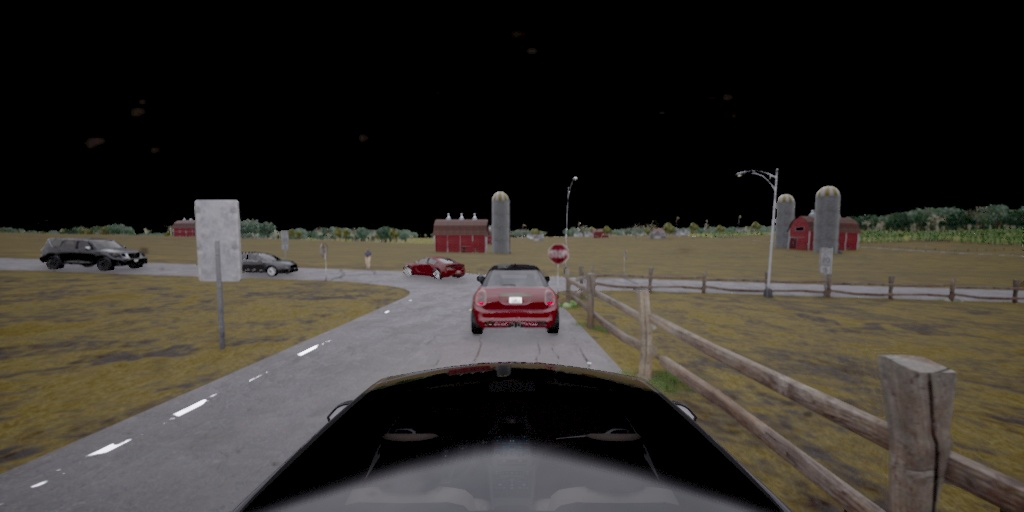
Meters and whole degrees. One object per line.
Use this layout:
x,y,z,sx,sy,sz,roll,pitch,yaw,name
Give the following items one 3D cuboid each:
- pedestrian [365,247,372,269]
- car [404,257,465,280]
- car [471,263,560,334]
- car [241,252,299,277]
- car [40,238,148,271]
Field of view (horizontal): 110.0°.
-12.092,0.156,30.120,0.375,1.860,0.375,0,2,0,pedestrian
-5.550,0.770,25.236,5.008,1.535,1.882,4,2,36,car
0.051,0.984,10.270,2.097,1.767,4.553,0,1,-1,car
-17.080,0.499,24.184,4.892,1.490,1.837,2,3,0,car
-28.111,-0.151,24.180,5.566,2.045,2.150,2,3,0,car
